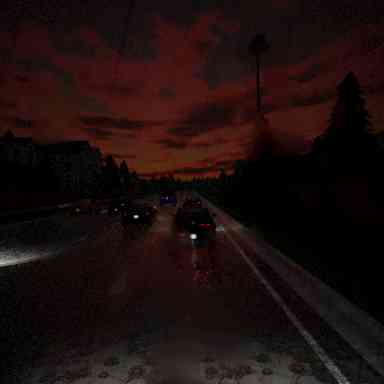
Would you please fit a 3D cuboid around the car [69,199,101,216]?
[{"bbox_3d":[-10.403,1.457,32.738,1.882,1.535,5.008,-1,0,0],"label":"car"}]

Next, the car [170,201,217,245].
[{"bbox_3d":[0.062,1.394,15.047,1.837,1.490,4.892,-1,1,0],"label":"car"}]

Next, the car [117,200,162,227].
[{"bbox_3d":[-3.410,1.472,22.324,1.994,1.385,4.181,-1,0,0],"label":"car"}]

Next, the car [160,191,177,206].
[{"bbox_3d":[-3.399,0.940,48.078,2.150,2.045,5.566,-1,0,0],"label":"car"}]

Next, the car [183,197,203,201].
[{"bbox_3d":[0.086,1.241,33.984,2.128,1.511,4.902,-1,1,0],"label":"car"}]

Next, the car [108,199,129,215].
[{"bbox_3d":[-6.904,1.398,32.664,2.128,1.511,4.902,-1,0,0],"label":"car"}]
